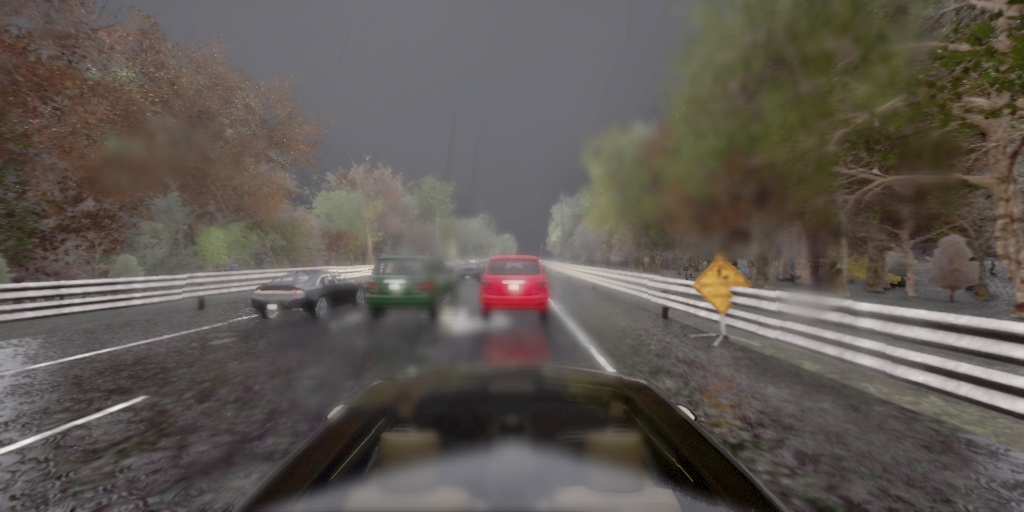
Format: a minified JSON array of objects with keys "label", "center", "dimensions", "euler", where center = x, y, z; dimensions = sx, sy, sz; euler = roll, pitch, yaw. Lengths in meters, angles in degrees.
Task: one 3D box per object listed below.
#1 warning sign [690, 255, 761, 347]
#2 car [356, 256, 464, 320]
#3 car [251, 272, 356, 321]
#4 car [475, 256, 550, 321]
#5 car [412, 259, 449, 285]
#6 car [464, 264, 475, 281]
[{"label":"warning sign","center":[4.562,0.904,7.750],"dimensions":[1.300,1.860,1.060],"euler":[0,0,0]},{"label":"car","center":[-3.365,1.041,13.194],"dimensions":[2.150,2.045,5.566],"euler":[0,0,1]},{"label":"car","center":[-6.887,1.309,12.832],"dimensions":[2.128,1.511,4.902],"euler":[0,0,1]},{"label":"car","center":[0.133,1.041,13.009],"dimensions":[2.150,2.045,5.566],"euler":[0,0,1]},{"label":"car","center":[-6.653,1.276,29.754],"dimensions":[1.994,1.385,4.181],"euler":[-3,6,2]},{"label":"car","center":[-3.168,1.420,29.461],"dimensions":[1.837,1.490,4.892],"euler":[0,0,1]}]
